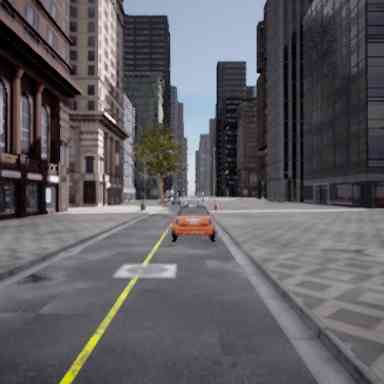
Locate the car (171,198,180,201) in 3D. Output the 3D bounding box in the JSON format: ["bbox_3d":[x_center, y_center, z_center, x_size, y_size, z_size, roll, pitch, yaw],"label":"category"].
[{"bbox_3d":[-3.064,1.919,65.880,1.837,1.490,4.892,0,-1,0],"label":"car"}]

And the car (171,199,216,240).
[{"bbox_3d":[0.076,1.445,17.559,2.097,1.767,4.553,0,0,0],"label":"car"}]

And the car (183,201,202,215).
[{"bbox_3d":[0.057,1.782,37.738,1.994,1.385,4.181,0,0,0],"label":"car"}]
